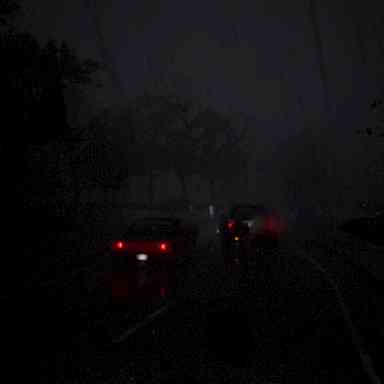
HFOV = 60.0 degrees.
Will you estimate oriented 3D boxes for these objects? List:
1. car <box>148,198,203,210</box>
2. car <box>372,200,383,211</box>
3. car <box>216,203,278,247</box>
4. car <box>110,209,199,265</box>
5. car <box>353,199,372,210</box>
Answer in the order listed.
[{"bbox_3d":[-1.594,1.269,32.468,5.357,1.411,2.033,0,0,-8],"label":"car"},{"bbox_3d":[27.448,1.923,45.575,5.357,1.411,2.033,2,-1,-35],"label":"car"},{"bbox_3d":[2.260,1.251,14.638,2.097,1.767,4.553,0,0,0],"label":"car"},{"bbox_3d":[-0.969,1.501,11.370,1.895,1.301,4.718,1,0,11],"label":"car"},{"bbox_3d":[25.386,1.811,48.403,5.008,1.535,1.882,2,-1,-35],"label":"car"}]
